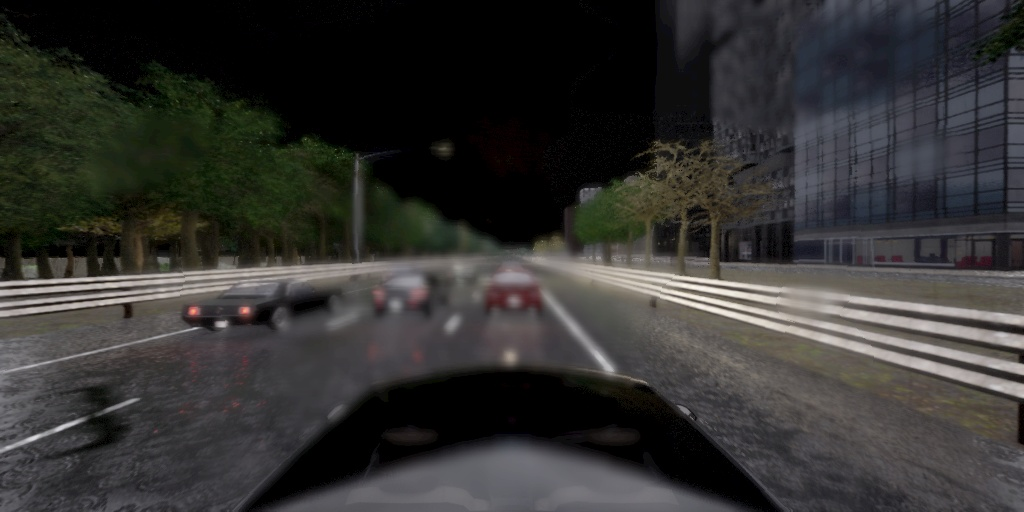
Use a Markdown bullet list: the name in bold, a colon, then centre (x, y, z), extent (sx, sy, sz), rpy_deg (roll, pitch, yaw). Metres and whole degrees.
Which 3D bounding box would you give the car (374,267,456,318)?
- **car**: centre (-3.428, 1.298, 12.927), extent (1.812, 1.442, 4.674), rpy_deg (0, 0, 0)

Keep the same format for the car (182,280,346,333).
- **car**: centre (-6.945, 1.368, 10.853), extent (1.895, 1.301, 4.718), rpy_deg (0, 0, 0)

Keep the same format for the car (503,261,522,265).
- **car**: centre (0.062, 1.145, 27.494), extent (2.097, 1.767, 4.553), rpy_deg (0, 0, 0)

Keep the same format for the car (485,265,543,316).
- **car**: centre (0.073, 1.251, 13.461), extent (1.882, 1.535, 5.008), rpy_deg (0, -1, 0)

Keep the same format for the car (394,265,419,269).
- **car**: centre (-6.963, 1.337, 24.050), extent (2.033, 1.411, 5.357), rpy_deg (0, 0, 0)

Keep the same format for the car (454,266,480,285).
- **car**: centre (-3.445, 1.393, 26.323), extent (1.895, 1.301, 4.718), rpy_deg (0, 0, 0)
